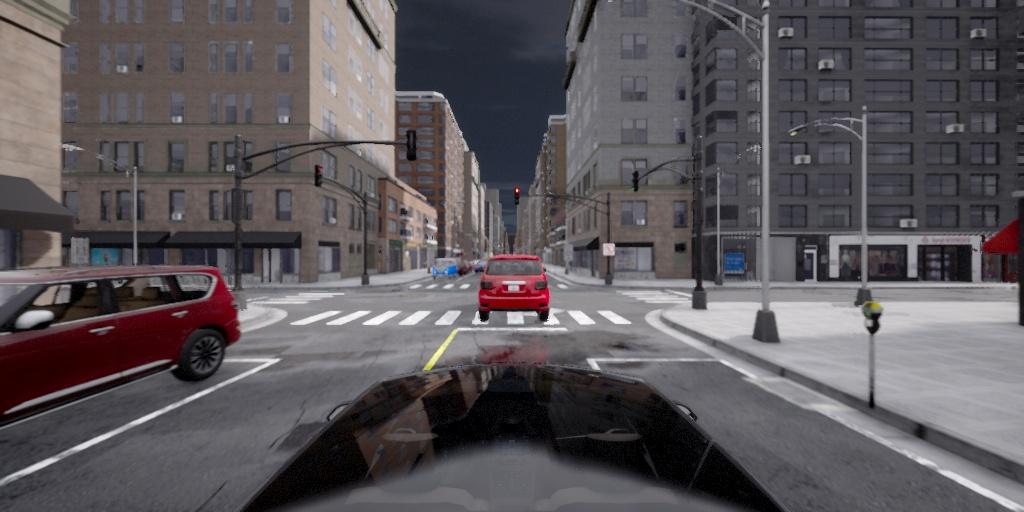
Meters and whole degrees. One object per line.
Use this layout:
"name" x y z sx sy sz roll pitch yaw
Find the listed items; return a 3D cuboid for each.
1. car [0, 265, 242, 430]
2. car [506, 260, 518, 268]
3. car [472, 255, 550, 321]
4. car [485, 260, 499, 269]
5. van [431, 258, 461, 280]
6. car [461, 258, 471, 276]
"car" -5.858 1.066 4.426 2.192 1.841 5.009 0 0 0
"car" 0.033 1.374 61.563 1.895 1.301 4.718 0 0 1
"car" 0.067 0.978 12.670 2.150 2.045 5.566 0 0 0
"car" -3.081 1.372 56.623 1.895 1.301 4.718 0 0 0
"van" -5.865 1.104 31.374 1.690 1.789 3.998 0 0 0
"car" -5.867 1.080 36.970 2.192 1.841 5.009 0 0 0
